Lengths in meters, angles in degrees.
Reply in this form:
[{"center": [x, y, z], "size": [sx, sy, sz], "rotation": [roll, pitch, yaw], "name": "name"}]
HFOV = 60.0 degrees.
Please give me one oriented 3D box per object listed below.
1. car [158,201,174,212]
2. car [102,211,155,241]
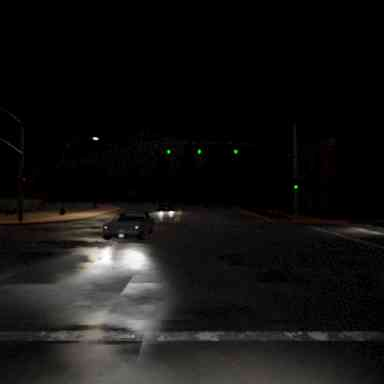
[{"center": [-3.332, 1.806, 43.106], "size": [1.994, 1.385, 4.181], "rotation": [0, 0, -4], "name": "car"}, {"center": [-3.159, 1.698, 17.334], "size": [1.895, 1.301, 4.718], "rotation": [0, 0, 2], "name": "car"}]
